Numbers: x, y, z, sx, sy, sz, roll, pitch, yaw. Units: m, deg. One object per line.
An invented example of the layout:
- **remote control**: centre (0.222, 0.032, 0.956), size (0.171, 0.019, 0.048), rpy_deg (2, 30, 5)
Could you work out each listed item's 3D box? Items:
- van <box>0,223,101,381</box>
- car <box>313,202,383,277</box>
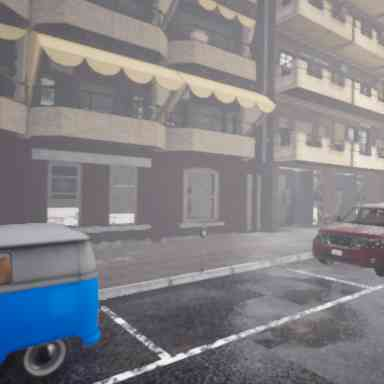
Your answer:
- **van**: centre (-3.105, 1.343, 3.856), size (3.998, 1.788, 1.690), rpy_deg (0, 2, -35)
- **car**: centre (5.898, 1.280, 10.281), size (5.009, 1.841, 2.192), rpy_deg (0, 2, -35)
